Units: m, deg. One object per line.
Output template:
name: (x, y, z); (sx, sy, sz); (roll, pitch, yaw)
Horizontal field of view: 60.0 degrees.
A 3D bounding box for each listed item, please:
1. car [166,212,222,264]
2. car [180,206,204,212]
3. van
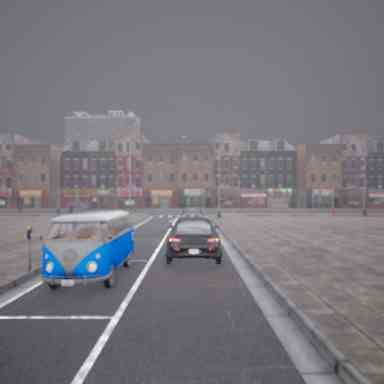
car: (0.065, 1.659, 12.291); (1.812, 1.442, 4.674); (0, -1, 0)
car: (0.022, 1.838, 26.629); (2.033, 1.411, 5.357); (0, -1, 0)
van: (-2.670, 1.442, 9.213); (1.690, 1.788, 3.998); (-1, -1, 0)
